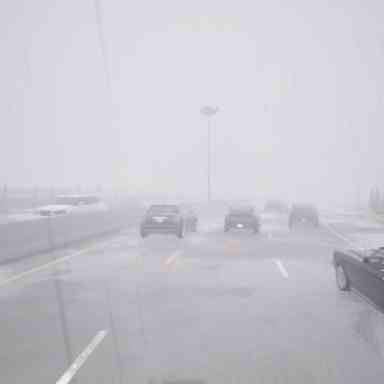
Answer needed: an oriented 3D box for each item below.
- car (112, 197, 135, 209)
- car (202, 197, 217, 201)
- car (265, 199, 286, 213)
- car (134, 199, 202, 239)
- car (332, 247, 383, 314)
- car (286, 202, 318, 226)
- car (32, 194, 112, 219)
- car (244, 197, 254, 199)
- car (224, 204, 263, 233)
[{"bbox_3d":[-8.319,1.421,40.638,1.837,1.490,4.892,0,0,24],"label":"car"},{"bbox_3d":[2.739,1.474,54.936,1.812,1.442,4.674,0,0,28],"label":"car"},{"bbox_3d":[9.314,1.504,36.680,1.837,1.490,4.892,0,0,25],"label":"car"},{"bbox_3d":[-1.047,1.327,17.362,2.097,1.767,4.553,0,0,12],"label":"car"},{"bbox_3d":[4.121,1.612,5.942,1.895,1.301,4.718,0,0,5],"label":"car"},{"bbox_3d":[7.764,1.512,23.399,1.837,1.490,4.892,0,0,17],"label":"car"},{"bbox_3d":[-7.593,1.163,21.213,2.150,2.045,5.566,0,0,14],"label":"car"},{"bbox_3d":[10.861,1.569,62.839,1.994,1.385,4.181,0,0,28],"label":"car"},{"bbox_3d":[3.057,1.496,19.666,1.837,1.490,4.892,0,0,13],"label":"car"}]
